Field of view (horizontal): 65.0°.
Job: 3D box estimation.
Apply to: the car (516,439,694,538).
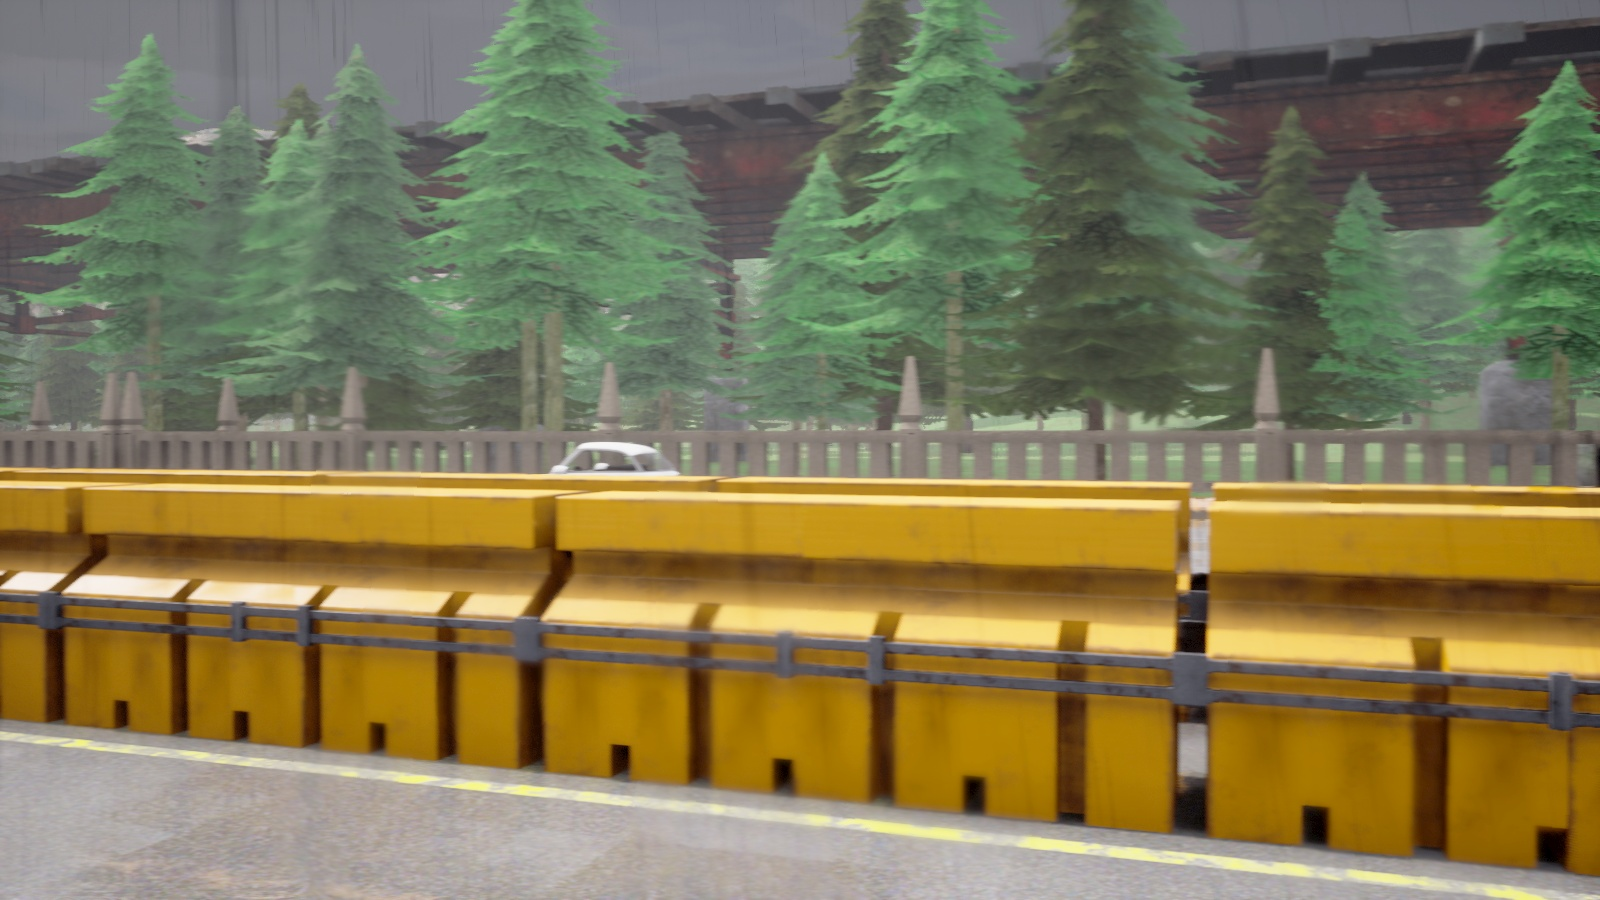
[{"bbox_3d":[-2.918,0.537,18.945,2.207,1.376,1.481,1,1,19],"label":"car"}]
